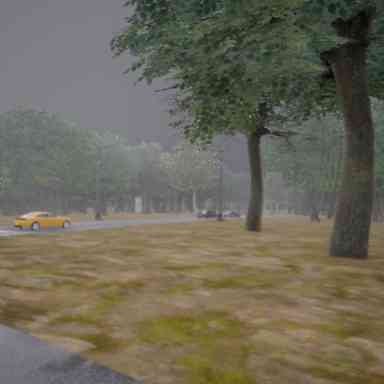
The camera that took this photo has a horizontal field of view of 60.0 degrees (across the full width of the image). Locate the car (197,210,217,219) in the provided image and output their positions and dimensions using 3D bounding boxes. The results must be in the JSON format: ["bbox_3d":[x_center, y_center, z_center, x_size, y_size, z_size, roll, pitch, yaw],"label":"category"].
[{"bbox_3d":[2.480,3.745,55.500,1.812,1.442,4.674,-1,-3,31],"label":"car"}]

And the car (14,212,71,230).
[{"bbox_3d":[-13.108,2.503,29.499,1.882,1.535,5.008,-1,-3,31],"label":"car"}]

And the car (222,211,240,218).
[{"bbox_3d":[7.513,4.281,64.014,2.033,1.411,5.357,-1,-4,31],"label":"car"}]
